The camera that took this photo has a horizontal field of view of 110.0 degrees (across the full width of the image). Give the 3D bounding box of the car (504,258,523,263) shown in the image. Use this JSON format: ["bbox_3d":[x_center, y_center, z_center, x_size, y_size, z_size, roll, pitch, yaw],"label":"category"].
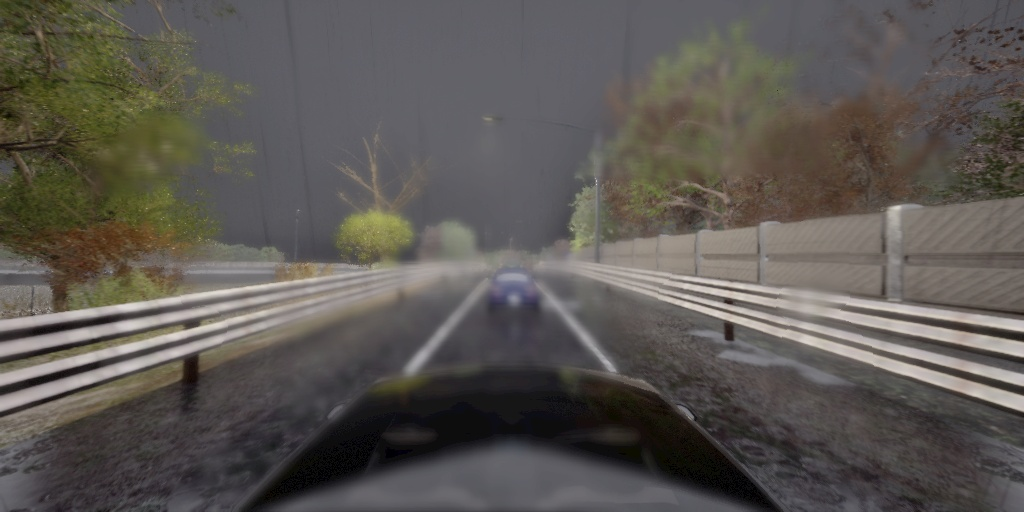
[{"bbox_3d":[0.119,0.969,29.570,2.097,1.767,4.553,0,0,1],"label":"car"}]

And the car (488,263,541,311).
[{"bbox_3d":[0.080,1.186,13.718,1.812,1.442,4.674,0,0,0],"label":"car"}]
